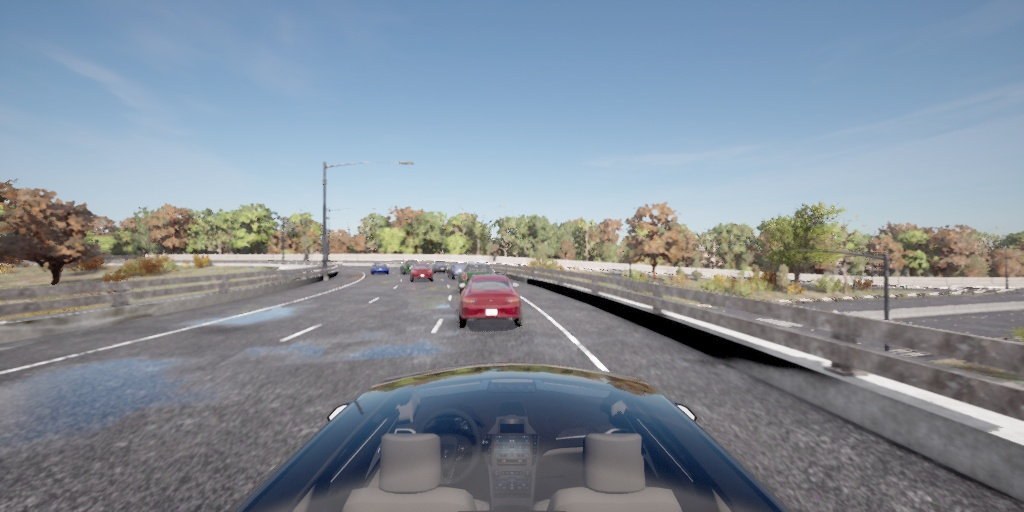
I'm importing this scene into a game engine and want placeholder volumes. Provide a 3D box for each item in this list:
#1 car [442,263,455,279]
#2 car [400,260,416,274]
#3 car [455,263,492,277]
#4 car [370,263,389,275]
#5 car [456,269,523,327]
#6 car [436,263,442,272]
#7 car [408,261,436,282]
[{"bbox_3d":[-5.069,1.431,34.149,2.033,1.411,5.357,0,0,-17],"label":"car"},{"bbox_3d":[-12.417,1.286,43.847,2.097,1.767,4.553,0,0,-22],"label":"car"},{"bbox_3d":[-2.142,1.182,21.490,2.097,1.767,4.553,0,0,-10],"label":"car"},{"bbox_3d":[-15.959,1.503,43.257,1.994,1.385,4.181,0,0,-23],"label":"car"},{"bbox_3d":[-0.738,1.315,11.717,1.812,1.442,4.674,0,0,-5],"label":"car"},{"bbox_3d":[-9.124,1.498,45.062,1.994,1.385,4.181,0,0,-22],"label":"car"},{"bbox_3d":[-7.854,1.403,31.061,1.812,1.442,4.674,0,0,-16],"label":"car"}]
